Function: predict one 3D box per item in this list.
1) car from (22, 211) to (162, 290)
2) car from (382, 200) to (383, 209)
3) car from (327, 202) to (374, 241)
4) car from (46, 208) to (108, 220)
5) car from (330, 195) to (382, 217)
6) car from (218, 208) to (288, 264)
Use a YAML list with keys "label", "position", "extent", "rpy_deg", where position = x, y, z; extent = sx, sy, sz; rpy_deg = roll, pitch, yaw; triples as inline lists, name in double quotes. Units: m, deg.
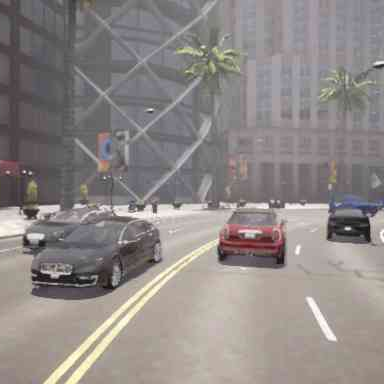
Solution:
- label: "car"
  position: [-2.279, 1.485, 9.221]
  extent: [1.837, 1.490, 4.892]
  rpy_deg: [0, 0, 13]
- label: "car"
  position: [26.693, 1.490, 43.493]
  extent: [5.566, 2.045, 2.150]
  rpy_deg: [0, 0, -11]
- label: "car"
  position: [8.188, 1.526, 17.346]
  extent: [1.882, 1.535, 5.008]
  rpy_deg: [0, 0, 26]
- label: "car"
  position: [-4.665, 1.453, 13.729]
  extent: [2.128, 1.511, 4.902]
  rpy_deg: [0, 0, 18]
- label: "car"
  position: [14.807, 1.308, 30.511]
  extent: [5.566, 2.045, 2.150]
  rpy_deg: [0, 0, -37]
- label: "car"
  position: [2.386, 1.362, 12.268]
  extent: [2.097, 1.767, 4.553]
  rpy_deg: [0, 0, 16]
